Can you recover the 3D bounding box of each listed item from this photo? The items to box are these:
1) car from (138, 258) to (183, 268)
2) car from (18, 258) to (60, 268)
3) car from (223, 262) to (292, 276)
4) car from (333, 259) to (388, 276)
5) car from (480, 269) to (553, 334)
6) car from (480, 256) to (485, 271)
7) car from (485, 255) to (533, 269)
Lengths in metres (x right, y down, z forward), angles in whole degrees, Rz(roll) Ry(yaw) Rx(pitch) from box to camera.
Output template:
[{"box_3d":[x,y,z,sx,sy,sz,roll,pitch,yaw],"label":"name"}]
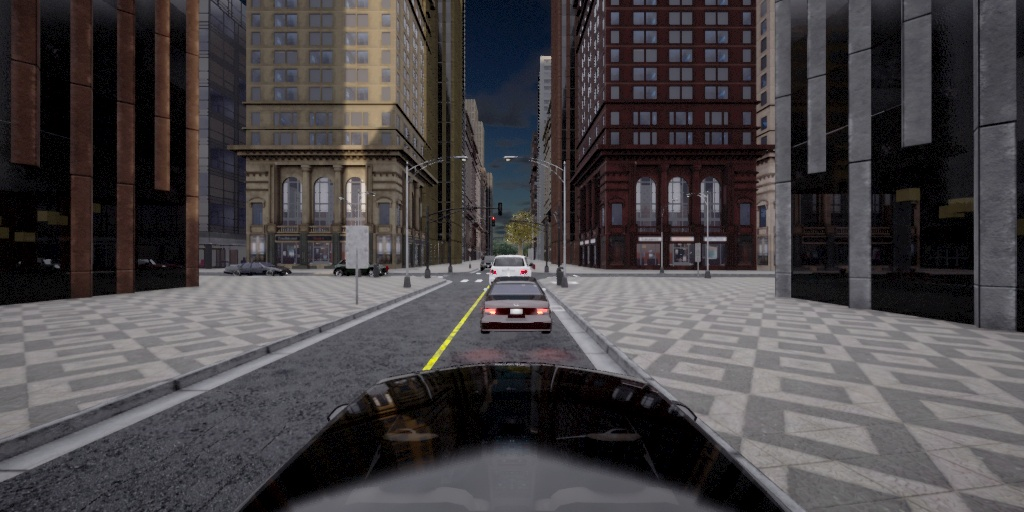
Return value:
[{"box_3d":[-33.364,1.000,33.322,4.553,1.767,2.097,0,0,0],"label":"car"},{"box_3d":[-43.166,0.979,33.351,4.553,1.767,2.097,0,0,0],"label":"car"},{"box_3d":[-23.577,1.220,33.315,5.357,1.411,2.033,0,0,0],"label":"car"},{"box_3d":[-13.996,1.052,33.323,4.553,1.767,2.097,0,0,0],"label":"car"},{"box_3d":[0.089,1.297,10.594,2.033,1.411,5.357,0,0,0],"label":"car"},{"box_3d":[-3.139,0.969,49.469,2.150,2.045,5.566,0,0,-1],"label":"car"},{"box_3d":[0.013,0.971,20.839,2.150,2.045,5.566,0,0,4],"label":"car"}]
